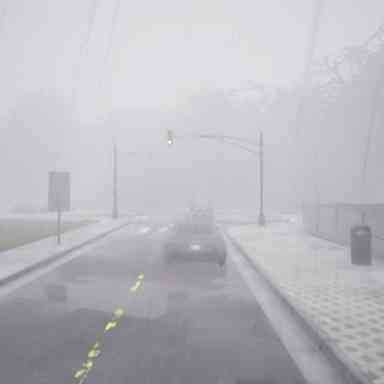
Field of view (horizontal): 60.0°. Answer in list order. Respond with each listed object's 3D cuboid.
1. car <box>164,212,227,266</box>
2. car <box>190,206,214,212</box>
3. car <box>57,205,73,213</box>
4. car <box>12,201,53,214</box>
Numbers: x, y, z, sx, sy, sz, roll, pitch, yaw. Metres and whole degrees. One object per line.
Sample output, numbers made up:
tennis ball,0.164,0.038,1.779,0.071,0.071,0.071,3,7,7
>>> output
car,0.097,1.620,11.846,1.994,1.385,4.181,0,0,0
car,0.776,1.718,25.705,1.895,1.301,4.718,0,0,6
car,-16.387,1.722,39.740,4.674,1.442,1.812,0,0,23
car,-17.806,1.736,36.812,4.181,1.385,1.994,0,-1,23
